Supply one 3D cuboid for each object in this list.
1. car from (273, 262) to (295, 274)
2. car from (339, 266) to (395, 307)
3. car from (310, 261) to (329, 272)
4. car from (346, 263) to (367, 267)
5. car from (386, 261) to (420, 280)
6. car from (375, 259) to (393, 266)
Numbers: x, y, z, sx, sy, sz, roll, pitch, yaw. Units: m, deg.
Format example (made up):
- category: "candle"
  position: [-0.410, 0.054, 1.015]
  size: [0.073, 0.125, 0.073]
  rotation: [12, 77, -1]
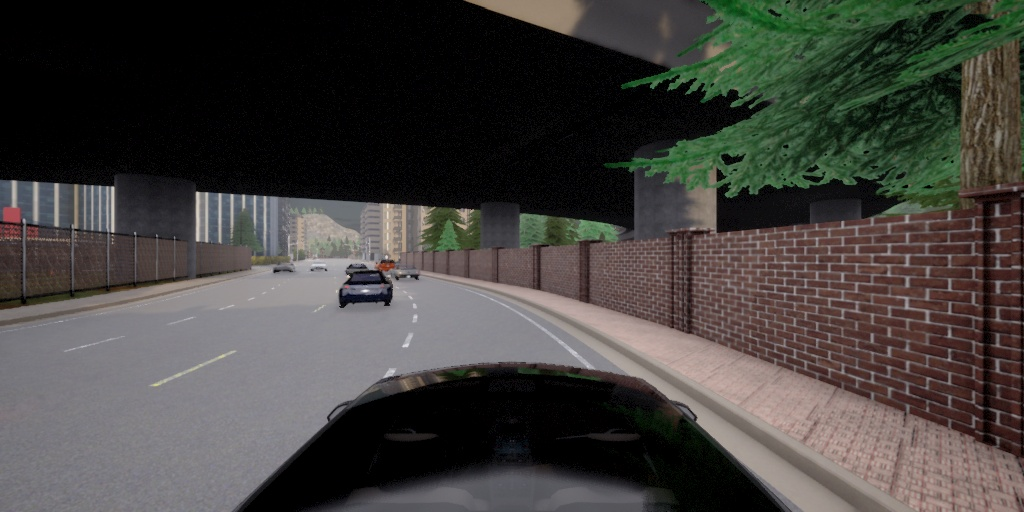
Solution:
- category: "car"
  position: [-26.854, 1.390, 42.293]
  size: [1.895, 1.301, 4.718]
  rotation: [0, 0, -26]
- category: "car"
  position: [-6.329, 1.326, 15.765]
  size: [1.994, 1.385, 4.181]
  rotation: [0, 0, -19]
- category: "car"
  position: [-25.059, 1.317, 46.583]
  size: [1.812, 1.442, 4.674]
  rotation: [0, 0, -26]
- category: "car"
  position: [-14.385, 1.341, 33.298]
  size: [1.994, 1.385, 4.181]
  rotation: [0, 0, -26]
- category: "car"
  position: [-9.406, 1.376, 31.157]
  size: [1.895, 1.301, 4.718]
  rotation: [0, 0, -26]
- category: "car"
  position: [-14.799, 1.137, 41.974]
  size: [2.097, 1.767, 4.553]
  rotation: [0, 0, -26]
